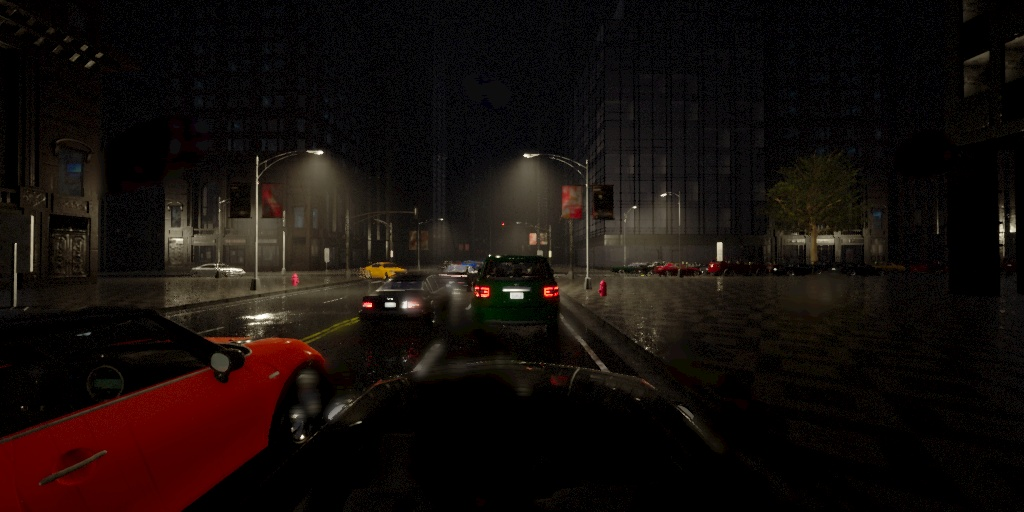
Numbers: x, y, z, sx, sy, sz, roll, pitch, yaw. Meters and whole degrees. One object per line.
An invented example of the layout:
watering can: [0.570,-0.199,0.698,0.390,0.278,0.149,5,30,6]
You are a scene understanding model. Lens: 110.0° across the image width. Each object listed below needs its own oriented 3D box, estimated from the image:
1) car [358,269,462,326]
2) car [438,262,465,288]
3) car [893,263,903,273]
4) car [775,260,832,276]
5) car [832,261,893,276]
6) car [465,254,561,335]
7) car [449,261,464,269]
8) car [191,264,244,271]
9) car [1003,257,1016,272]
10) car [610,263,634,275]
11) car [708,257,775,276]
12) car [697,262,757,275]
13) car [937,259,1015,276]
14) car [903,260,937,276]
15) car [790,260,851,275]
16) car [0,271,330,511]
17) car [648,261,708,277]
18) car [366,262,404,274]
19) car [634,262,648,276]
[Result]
car: [-3.120,1.307,11.714,2.033,1.411,5.357,0,0,0]
car: [-3.121,1.280,21.451,2.128,1.511,4.902,0,0,0]
car: [43.278,1.296,42.241,4.829,1.417,1.751,0,0,-1]
car: [26.646,1.276,33.485,4.313,1.339,1.948,0,0,-1]
car: [32.283,1.260,33.563,4.313,1.339,1.948,0,0,-1]
car: [0.115,0.979,10.630,2.150,2.045,5.566,0,0,0]
car: [-9.711,1.571,63.178,1.812,1.442,4.674,0,0,1]
car: [-29.065,1.482,35.439,4.674,1.442,1.812,0,-1,0]
car: [49.198,0.973,33.797,5.009,1.841,2.192,0,0,-1]
car: [13.214,1.422,39.075,4.718,1.301,1.895,0,-1,0]
car: [21.009,1.041,33.408,5.009,1.841,2.192,0,0,-1]
car: [23.464,1.335,39.222,5.357,1.411,2.033,0,-1,-1]
car: [43.559,1.214,33.719,4.507,1.381,1.888,0,0,-1]
car: [43.421,1.178,36.342,5.008,1.535,1.882,0,-1,0]
car: [33.766,1.251,39.347,4.902,1.511,2.128,0,-1,-1]
car: [-3.147,1.102,2.303,2.097,1.767,4.553,0,0,0]
car: [15.370,1.327,33.330,4.207,1.307,1.802,0,0,-1]
car: [-11.296,1.320,32.328,5.008,1.535,1.882,-1,-2,43]
car: [15.193,1.282,35.904,4.892,1.490,1.837,0,-1,-1]
